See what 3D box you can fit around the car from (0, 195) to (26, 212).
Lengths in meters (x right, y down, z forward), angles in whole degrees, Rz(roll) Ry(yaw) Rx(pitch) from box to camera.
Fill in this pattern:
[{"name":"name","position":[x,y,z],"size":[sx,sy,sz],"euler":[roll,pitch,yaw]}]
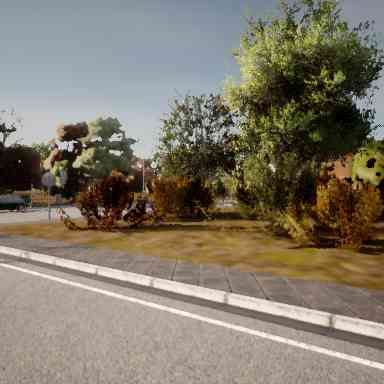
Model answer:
[{"name":"car","position":[-19.968,1.154,34.760],"size":[2.097,1.767,4.553],"euler":[0,0,32]}]
